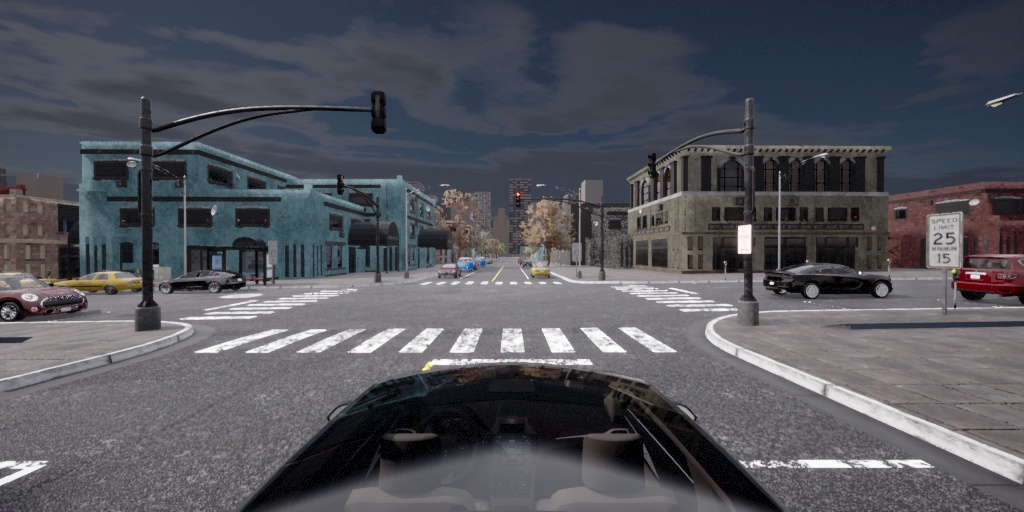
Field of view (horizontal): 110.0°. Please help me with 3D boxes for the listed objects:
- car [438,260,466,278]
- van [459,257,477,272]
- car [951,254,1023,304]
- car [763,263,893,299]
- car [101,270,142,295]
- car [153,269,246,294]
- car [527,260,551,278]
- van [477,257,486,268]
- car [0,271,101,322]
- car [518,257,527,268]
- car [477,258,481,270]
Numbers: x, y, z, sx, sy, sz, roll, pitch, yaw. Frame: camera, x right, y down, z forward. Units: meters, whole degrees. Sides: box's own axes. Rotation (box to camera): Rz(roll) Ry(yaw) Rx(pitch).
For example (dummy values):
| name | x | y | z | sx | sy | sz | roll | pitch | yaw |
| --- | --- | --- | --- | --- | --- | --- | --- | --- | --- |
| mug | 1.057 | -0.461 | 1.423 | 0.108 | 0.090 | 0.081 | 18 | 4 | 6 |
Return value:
| name | x | y | z | sx | sy | sz | roll | pitch | yaw |
| --- | --- | --- | --- | --- | --- | --- | --- | --- | --- |
| car | -5.748 | 1.326 | 33.469 | 1.802 | 1.307 | 4.207 | 0 | 0 | 0 |
| van | -5.770 | 1.082 | 44.561 | 1.690 | 1.789 | 3.998 | 0 | 0 | 0 |
| car | 19.925 | 0.842 | 13.634 | 5.009 | 1.841 | 2.192 | 0 | 0 | -1 |
| car | 14.178 | 1.050 | 16.204 | 5.008 | 1.535 | 1.882 | -1 | 1 | -1 |
| car | -24.050 | 1.501 | 21.142 | 4.829 | 1.417 | 1.751 | 0 | 0 | -1 |
| car | -18.227 | 1.474 | 21.258 | 4.313 | 1.339 | 1.948 | 0 | 0 | -1 |
| car | 2.631 | 1.269 | 33.655 | 1.751 | 1.417 | 4.829 | 0 | 0 | 0 |
| van | -5.803 | 1.078 | 61.200 | 1.690 | 1.789 | 3.998 | 0 | 0 | 0 |
| car | -18.091 | 1.423 | 12.912 | 4.097 | 1.591 | 1.967 | 0 | 0 | -1 |
| car | 2.578 | 1.288 | 61.217 | 2.007 | 1.370 | 4.403 | 0 | 0 | 0 |
| car | -5.782 | 1.285 | 50.108 | 1.888 | 1.381 | 4.507 | 0 | 0 | 0 |
